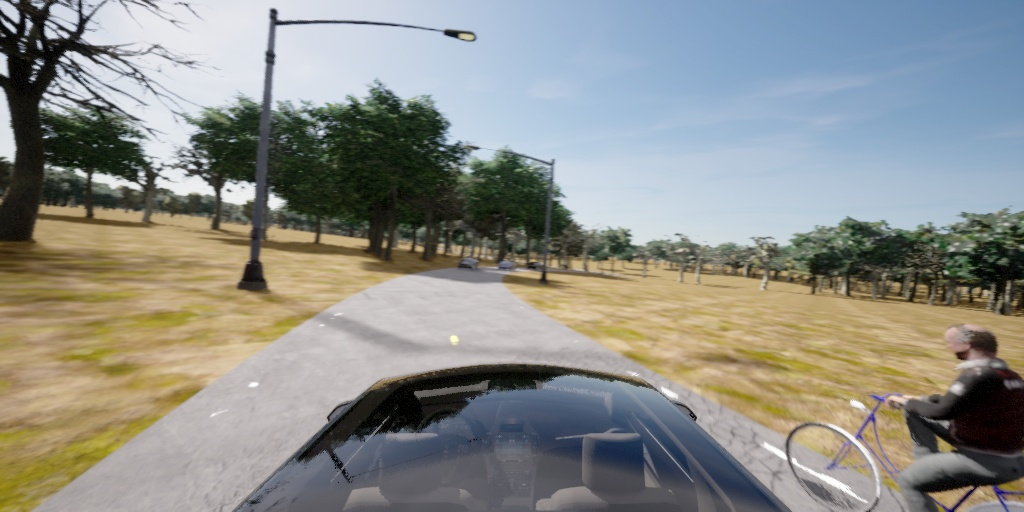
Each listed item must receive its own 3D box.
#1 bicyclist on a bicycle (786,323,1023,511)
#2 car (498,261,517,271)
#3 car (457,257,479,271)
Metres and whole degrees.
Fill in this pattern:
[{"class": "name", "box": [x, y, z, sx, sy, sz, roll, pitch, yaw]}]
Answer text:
[{"class": "bicyclist on a bicycle", "box": [2.965, 1.334, 2.597, 0.659, 1.776, 1.843, 4, 0, -19]}, {"class": "car", "box": [-0.610, 1.389, 52.052, 2.033, 1.411, 5.357, 5, 0, 12]}, {"class": "car", "box": [-5.194, 0.909, 43.334, 1.837, 1.490, 4.892, 5, 0, 7]}]
